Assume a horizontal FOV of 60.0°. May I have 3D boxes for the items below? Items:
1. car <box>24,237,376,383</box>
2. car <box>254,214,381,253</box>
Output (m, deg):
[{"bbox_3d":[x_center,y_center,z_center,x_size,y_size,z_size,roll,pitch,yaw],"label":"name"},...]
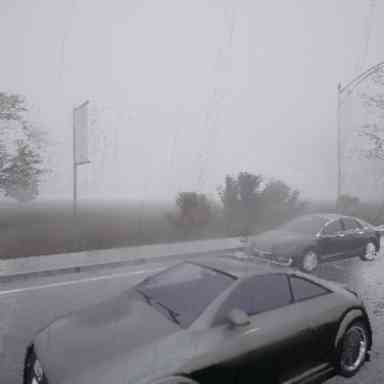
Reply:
[{"bbox_3d":[0.285,1.554,4.026,4.181,1.385,1.994,0,0,-34],"label":"car"},{"bbox_3d":[4.020,1.484,10.609,4.892,1.490,1.837,0,0,-31],"label":"car"}]
